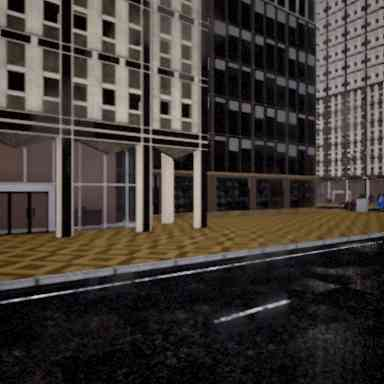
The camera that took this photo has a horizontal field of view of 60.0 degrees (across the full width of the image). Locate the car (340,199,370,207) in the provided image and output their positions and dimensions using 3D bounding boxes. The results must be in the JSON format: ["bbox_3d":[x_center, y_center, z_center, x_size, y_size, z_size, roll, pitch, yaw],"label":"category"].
[{"bbox_3d":[25.703,1.800,52.568,1.887,1.381,4.507,0,0,-34],"label":"car"}]

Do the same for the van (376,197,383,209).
[{"bbox_3d":[28.885,1.622,48.034,1.690,1.788,3.998,0,0,-34],"label":"van"}]
